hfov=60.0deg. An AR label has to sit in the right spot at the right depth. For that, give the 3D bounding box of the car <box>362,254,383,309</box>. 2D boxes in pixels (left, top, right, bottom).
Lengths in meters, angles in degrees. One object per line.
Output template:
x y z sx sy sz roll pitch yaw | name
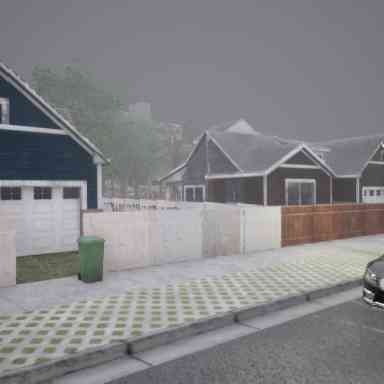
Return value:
5.414 1.490 6.773 4.902 1.511 2.128 0 0 -34 | car
